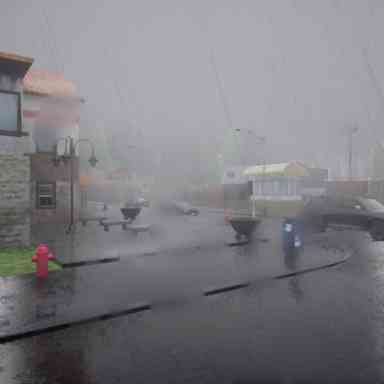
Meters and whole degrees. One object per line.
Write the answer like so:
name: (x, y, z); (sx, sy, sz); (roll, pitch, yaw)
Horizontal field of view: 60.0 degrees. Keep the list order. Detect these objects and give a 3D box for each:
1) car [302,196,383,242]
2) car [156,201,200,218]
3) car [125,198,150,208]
car: (8.335, 1.221, 17.014); (2.150, 2.045, 5.566); (0, 0, -33)
car: (-1.428, 1.548, 30.943); (2.033, 1.411, 5.357); (0, 0, -35)
car: (-7.681, 1.526, 46.781); (1.812, 1.442, 4.674); (0, 0, -39)
